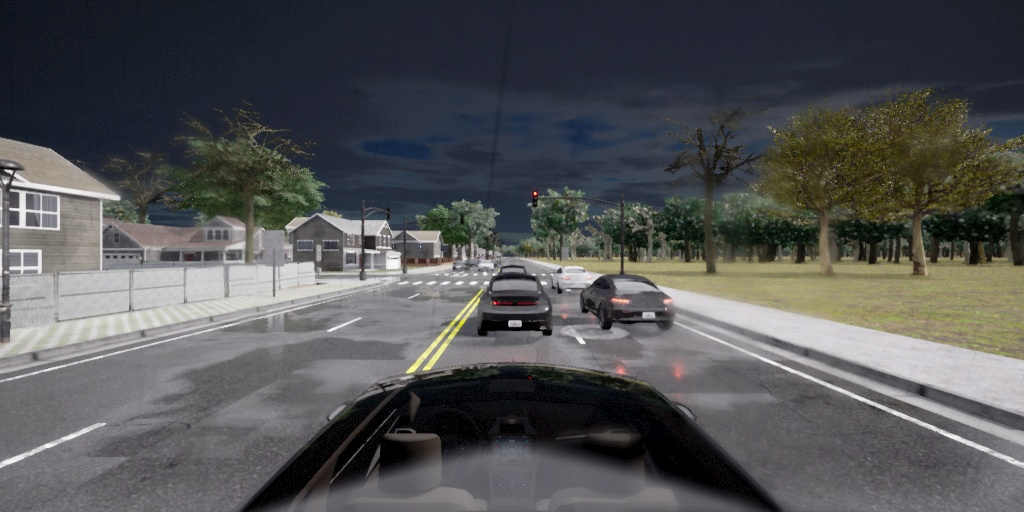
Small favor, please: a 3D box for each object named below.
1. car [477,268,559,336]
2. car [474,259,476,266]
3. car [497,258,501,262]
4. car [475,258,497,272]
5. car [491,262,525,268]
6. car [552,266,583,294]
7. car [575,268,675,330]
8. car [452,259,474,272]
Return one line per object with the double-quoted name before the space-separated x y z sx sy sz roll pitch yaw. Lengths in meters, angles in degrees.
"car" 0.084 1.254 10.370 1.837 1.490 4.892 0 0 0
"car" -6.554 1.226 62.354 1.837 1.490 4.892 0 0 0
"car" -3.309 1.226 61.817 1.837 1.490 4.892 0 0 0
"car" -3.338 1.261 46.684 1.812 1.442 4.674 0 0 0
"car" 0.060 1.253 19.786 1.837 1.490 4.892 0 0 0
"car" 3.313 1.274 20.114 1.812 1.442 4.674 0 0 0
"car" 3.334 1.275 11.009 1.812 1.442 4.674 0 0 0
"car" -6.586 1.226 46.607 2.128 1.511 4.902 0 0 0
